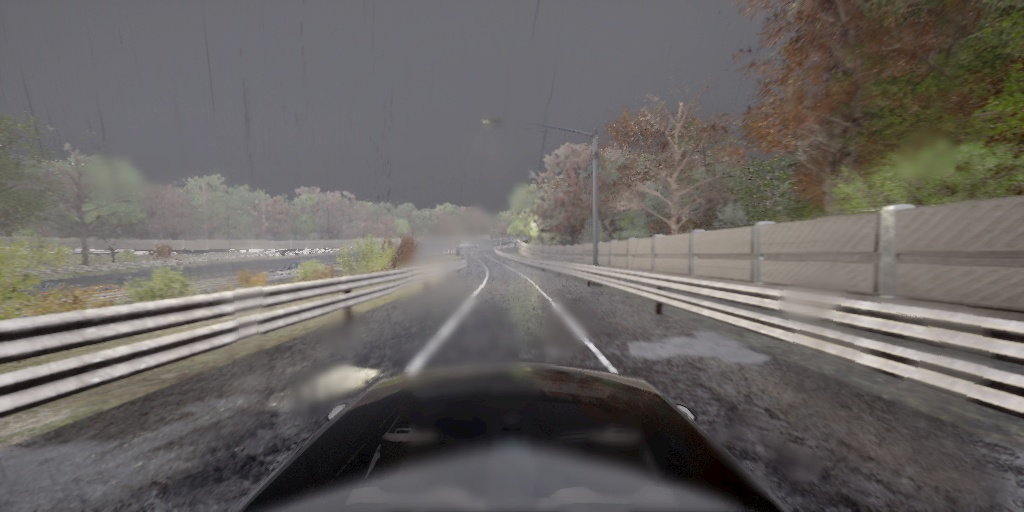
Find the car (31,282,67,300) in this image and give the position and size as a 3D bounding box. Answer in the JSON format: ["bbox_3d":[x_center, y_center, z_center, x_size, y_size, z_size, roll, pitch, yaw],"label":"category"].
[{"bbox_3d":[-41.371,3.387,34.383,2.128,1.511,4.902,1,4,15],"label":"car"}]

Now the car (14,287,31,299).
[{"bbox_3d":[-44.779,3.329,35.181,2.128,1.511,4.902,1,4,15],"label":"car"}]

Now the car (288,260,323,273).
[{"bbox_3d":[-32.058,1.618,55.931,2.150,2.045,5.566,1,4,15],"label":"car"}]

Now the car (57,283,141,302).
[{"bbox_3d":[-37.971,3.434,33.548,1.882,1.535,5.008,1,4,15],"label":"car"}]
